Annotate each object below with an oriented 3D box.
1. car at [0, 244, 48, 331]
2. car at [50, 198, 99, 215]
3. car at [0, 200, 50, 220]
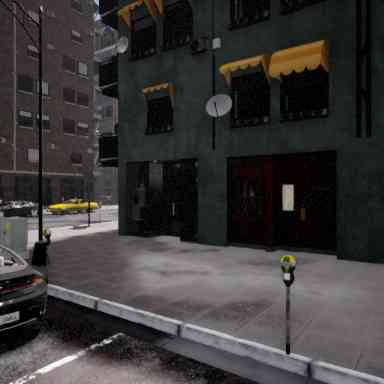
[{"bbox_3d":[-4.355,1.551,5.976,4.403,1.369,2.008,0,0,35],"label":"car"},{"bbox_3d":[-10.840,1.250,30.408,1.752,1.417,4.829,1,1,35],"label":"car"},{"bbox_3d":[-13.928,1.350,25.982,2.008,1.369,4.403,1,1,35],"label":"car"}]
